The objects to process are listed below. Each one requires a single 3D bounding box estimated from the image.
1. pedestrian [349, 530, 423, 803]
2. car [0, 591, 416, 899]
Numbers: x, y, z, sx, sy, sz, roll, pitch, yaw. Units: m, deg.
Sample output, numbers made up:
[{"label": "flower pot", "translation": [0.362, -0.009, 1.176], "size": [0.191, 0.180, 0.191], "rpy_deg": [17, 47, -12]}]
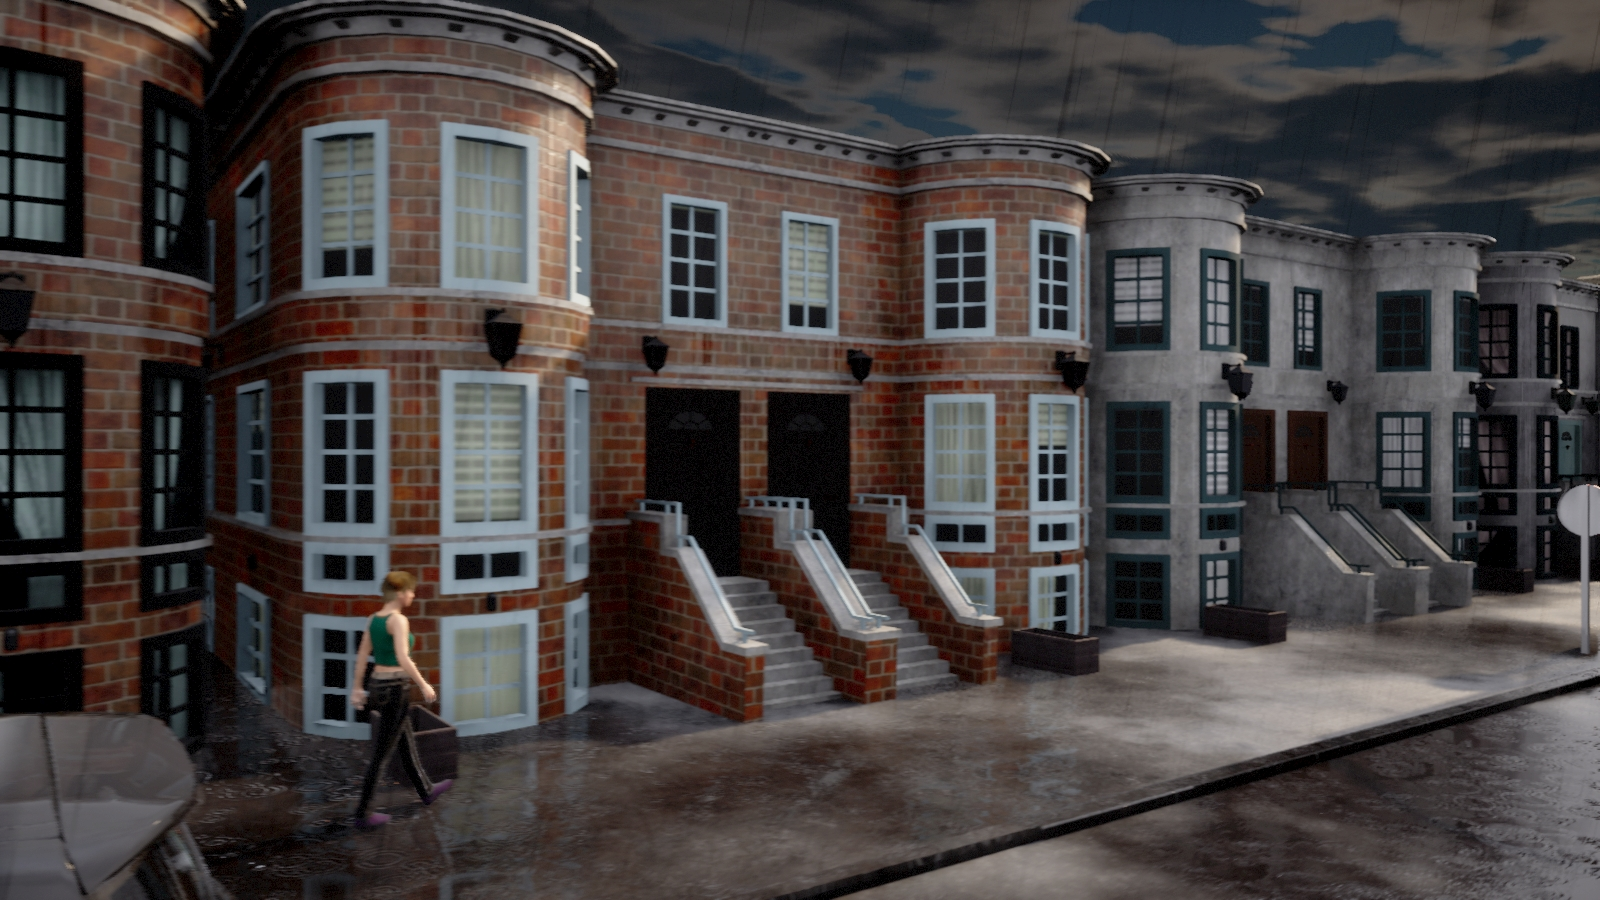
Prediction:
[{"label": "pedestrian", "translation": [-2.981, 1.527, 8.221], "size": [0.375, 1.860, 0.375], "rpy_deg": [0, 0, -45]}, {"label": "car", "translation": [-3.733, 1.557, 1.778], "size": [5.566, 2.045, 2.150], "rpy_deg": [0, 0, -35]}]
